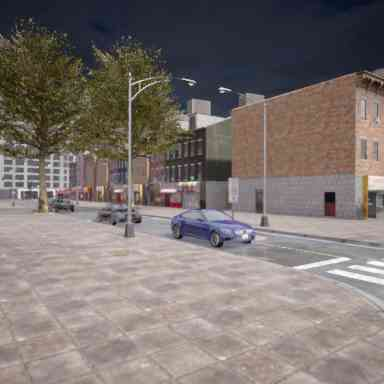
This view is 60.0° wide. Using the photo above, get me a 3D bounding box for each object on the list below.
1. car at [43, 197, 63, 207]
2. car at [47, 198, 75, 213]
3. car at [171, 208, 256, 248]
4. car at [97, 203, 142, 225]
[{"bbox_3d":[-22.017,1.533,52.497,1.895,1.301,4.718,0,0,-35],"label":"car"},{"bbox_3d":[-14.263,1.439,36.378,1.837,1.490,4.892,0,0,-35],"label":"car"},{"bbox_3d":[0.749,1.484,14.949,1.812,1.442,4.674,0,0,-35],"label":"car"},{"bbox_3d":[-5.126,1.507,23.326,1.994,1.385,4.181,0,0,-35],"label":"car"}]
